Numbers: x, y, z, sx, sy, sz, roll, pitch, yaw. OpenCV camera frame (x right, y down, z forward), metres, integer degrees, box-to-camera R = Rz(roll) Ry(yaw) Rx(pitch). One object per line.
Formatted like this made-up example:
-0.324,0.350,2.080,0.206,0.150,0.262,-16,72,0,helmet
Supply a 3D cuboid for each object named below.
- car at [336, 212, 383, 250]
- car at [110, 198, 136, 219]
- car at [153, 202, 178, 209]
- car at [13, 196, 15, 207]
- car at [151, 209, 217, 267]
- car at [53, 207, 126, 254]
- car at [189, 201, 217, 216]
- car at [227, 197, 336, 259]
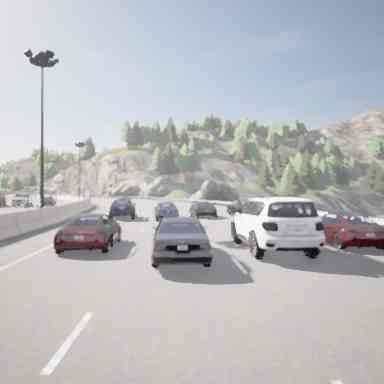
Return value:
6.388,1.538,14.189,1.994,1.385,4.181,0,0,-4,car
-5.914,1.323,28.585,2.097,1.767,4.553,0,0,-9,car
-2.114,1.516,27.018,2.033,1.411,5.357,0,0,-9,car
-25.481,1.192,50.096,2.150,2.045,5.566,0,0,-17,car
-0.413,1.534,11.387,2.033,1.411,5.357,0,0,-4,car
-4.093,1.553,13.607,1.994,1.385,4.181,0,0,-4,car
0.946,1.525,30.001,1.994,1.385,4.181,0,0,-9,car
2.998,1.203,12.718,2.150,2.045,5.566,0,0,-4,car
